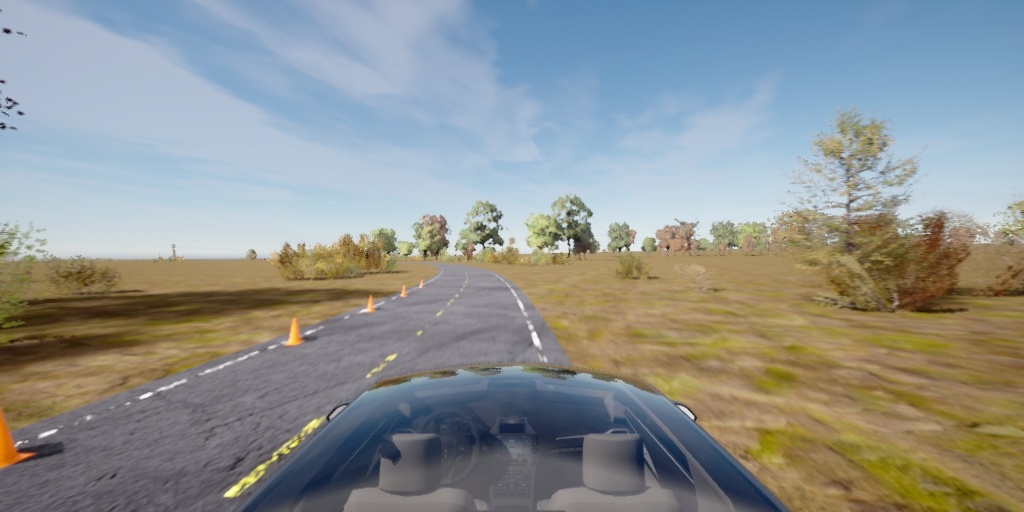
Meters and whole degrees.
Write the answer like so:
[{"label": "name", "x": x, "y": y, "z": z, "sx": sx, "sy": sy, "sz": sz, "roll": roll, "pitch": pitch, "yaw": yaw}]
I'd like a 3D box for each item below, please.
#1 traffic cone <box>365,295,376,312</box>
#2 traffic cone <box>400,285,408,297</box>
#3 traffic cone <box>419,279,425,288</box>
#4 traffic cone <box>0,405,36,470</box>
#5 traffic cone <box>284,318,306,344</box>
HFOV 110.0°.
[{"label": "traffic cone", "x": -5.277, "y": 1.760, "z": 13.421, "sx": 0.340, "sy": 0.580, "sz": 0.340, "roll": 0, "pitch": 0, "yaw": -2}, {"label": "traffic cone", "x": -5.521, "y": 1.764, "z": 18.364, "sx": 0.340, "sy": 0.580, "sz": 0.340, "roll": 0, "pitch": 0, "yaw": -3}, {"label": "traffic cone", "x": -5.860, "y": 1.768, "z": 23.301, "sx": 0.340, "sy": 0.580, "sz": 0.340, "roll": 0, "pitch": 0, "yaw": -4}, {"label": "traffic cone", "x": -5.067, "y": 1.756, "z": 3.525, "sx": 0.340, "sy": 0.580, "sz": 0.340, "roll": 0, "pitch": 0, "yaw": 0}, {"label": "traffic cone", "x": -5.125, "y": 1.758, "z": 8.474, "sx": 0.340, "sy": 0.580, "sz": 0.340, "roll": 0, "pitch": 0, "yaw": -1}]
